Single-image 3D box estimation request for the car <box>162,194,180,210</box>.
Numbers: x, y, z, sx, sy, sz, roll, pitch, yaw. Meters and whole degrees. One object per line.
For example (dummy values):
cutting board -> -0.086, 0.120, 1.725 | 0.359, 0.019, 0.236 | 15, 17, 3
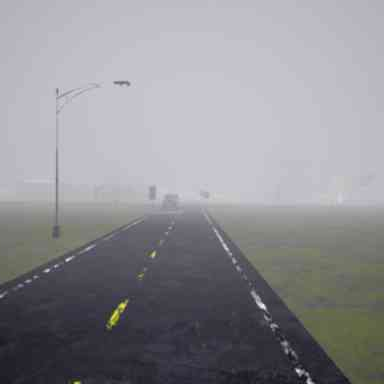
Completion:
car -> -2.757, 1.264, 44.115 | 2.150, 2.045, 5.566 | 0, 0, 0
